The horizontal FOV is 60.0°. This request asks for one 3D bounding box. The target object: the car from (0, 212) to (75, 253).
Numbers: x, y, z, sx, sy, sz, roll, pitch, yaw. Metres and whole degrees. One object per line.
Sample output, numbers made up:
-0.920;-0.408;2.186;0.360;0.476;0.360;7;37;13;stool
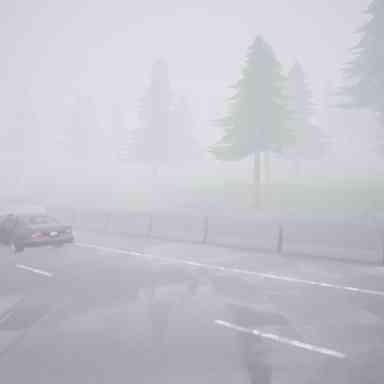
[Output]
-6.988;1.560;13.793;5.357;1.411;2.033;0;0;40;car
